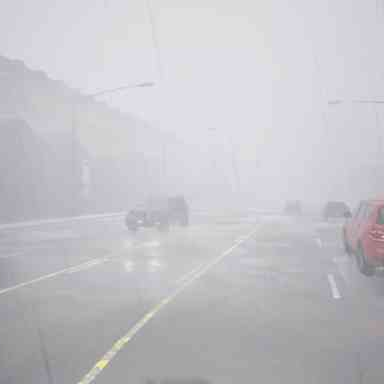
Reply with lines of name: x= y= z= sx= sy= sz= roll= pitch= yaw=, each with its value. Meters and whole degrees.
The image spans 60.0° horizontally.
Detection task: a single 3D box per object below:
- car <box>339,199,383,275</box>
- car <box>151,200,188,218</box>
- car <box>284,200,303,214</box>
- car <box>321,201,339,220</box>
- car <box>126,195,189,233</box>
car: x=6.079 y=1.229 z=10.208 sx=2.150 sy=2.045 sz=5.566 roll=0 pitch=0 yaw=18
car: x=-1.968 y=1.539 z=30.886 sx=1.812 sy=1.442 sz=4.674 roll=0 pitch=0 yaw=18
car: x=11.097 y=1.564 z=36.286 sx=2.033 sy=1.411 sz=5.357 roll=0 pitch=0 yaw=18
car: x=12.095 y=1.491 z=28.217 sx=1.882 sy=1.535 sz=5.008 roll=0 pitch=0 yaw=18
car: x=-1.875 y=1.232 z=20.157 sx=2.150 sy=2.045 sz=5.566 roll=0 pitch=0 yaw=18
